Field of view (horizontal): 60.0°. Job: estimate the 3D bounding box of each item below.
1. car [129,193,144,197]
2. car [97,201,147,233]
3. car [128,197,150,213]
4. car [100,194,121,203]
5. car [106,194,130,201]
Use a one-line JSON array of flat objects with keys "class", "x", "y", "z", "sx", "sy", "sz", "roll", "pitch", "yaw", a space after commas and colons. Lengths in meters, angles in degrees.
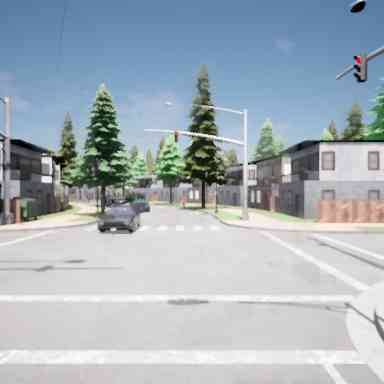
[{"class": "car", "x": -10.336, "y": 1.185, "z": 58.722, "sx": 2.150, "sy": 2.045, "sz": 5.566, "roll": 0, "pitch": 0, "yaw": -35}, {"class": "car", "x": -4.125, "y": 1.517, "z": 19.688, "sx": 2.033, "sy": 1.411, "sz": 5.357, "roll": 0, "pitch": 0, "yaw": -3}, {"class": "car", "x": -5.673, "y": 1.528, "z": 36.534, "sx": 1.994, "sy": 1.385, "sz": 4.181, "roll": 0, "pitch": 0, "yaw": -12}, {"class": "car", "x": -16.444, "y": 1.315, "z": 67.072, "sx": 2.097, "sy": 1.767, "sz": 4.553, "roll": 0, "pitch": 0, "yaw": -45}, {"class": "car", "x": -12.427, "y": 1.456, "z": 54.997, "sx": 2.128, "sy": 1.511, "sz": 4.902, "roll": 0, "pitch": 0, "yaw": -29}]
